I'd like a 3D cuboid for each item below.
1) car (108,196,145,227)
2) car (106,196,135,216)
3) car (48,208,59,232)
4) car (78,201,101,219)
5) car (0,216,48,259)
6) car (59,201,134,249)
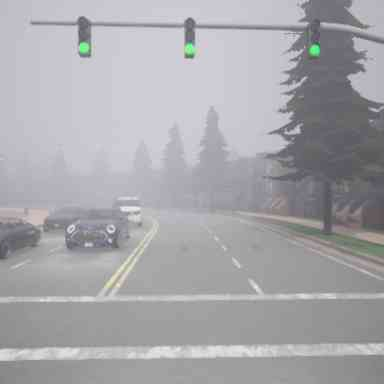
[{"bbox_3d":[-4.746,1.422,24.722,2.150,2.045,5.566,0,0,-7],"label":"car"},{"bbox_3d":[-8.177,1.525,37.454,2.150,2.045,5.566,0,0,-24],"label":"car"},{"bbox_3d":[-7.968,1.660,21.595,1.882,1.535,5.008,0,0,-5],"label":"car"},{"bbox_3d":[-10.224,1.752,33.044,1.882,1.535,5.008,0,-1,-21],"label":"car"},{"bbox_3d":[-7.523,1.678,12.859,1.994,1.385,4.181,0,0,-2],"label":"car"},{"bbox_3d":[-4.120,1.477,15.161,2.097,1.767,4.553,0,0,-3],"label":"car"}]
